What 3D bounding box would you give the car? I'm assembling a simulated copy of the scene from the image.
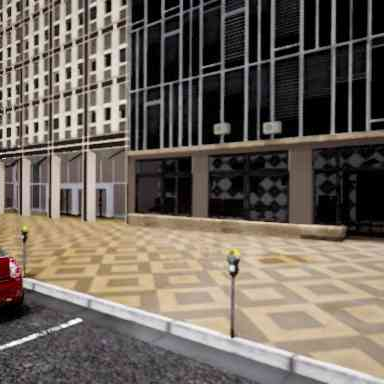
[{"bbox_3d":[-5.138,1.442,6.514,4.097,1.590,1.967,0,1,35],"label":"car"}]
